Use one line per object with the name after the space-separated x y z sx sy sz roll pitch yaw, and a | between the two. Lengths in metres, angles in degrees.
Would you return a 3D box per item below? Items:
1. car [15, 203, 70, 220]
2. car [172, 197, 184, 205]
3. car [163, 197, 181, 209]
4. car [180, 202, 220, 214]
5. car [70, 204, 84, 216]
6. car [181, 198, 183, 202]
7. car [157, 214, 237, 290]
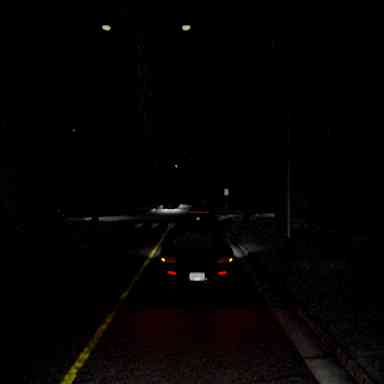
-14.014 1.846 30.250 4.718 1.301 1.895 -1 -1 -1 | car
-2.867 1.762 68.209 2.128 1.511 4.902 0 0 0 | car
-3.002 1.761 48.168 1.994 1.385 4.181 0 0 0 | car
0.927 1.596 24.817 2.128 1.511 4.902 0 0 12 | car
-14.323 1.849 36.174 4.829 1.417 1.752 -1 0 0 | car
-2.963 1.739 58.121 1.837 1.490 4.892 0 0 0 | car
0.118 1.567 9.095 1.812 1.442 4.674 0 0 0 | car
